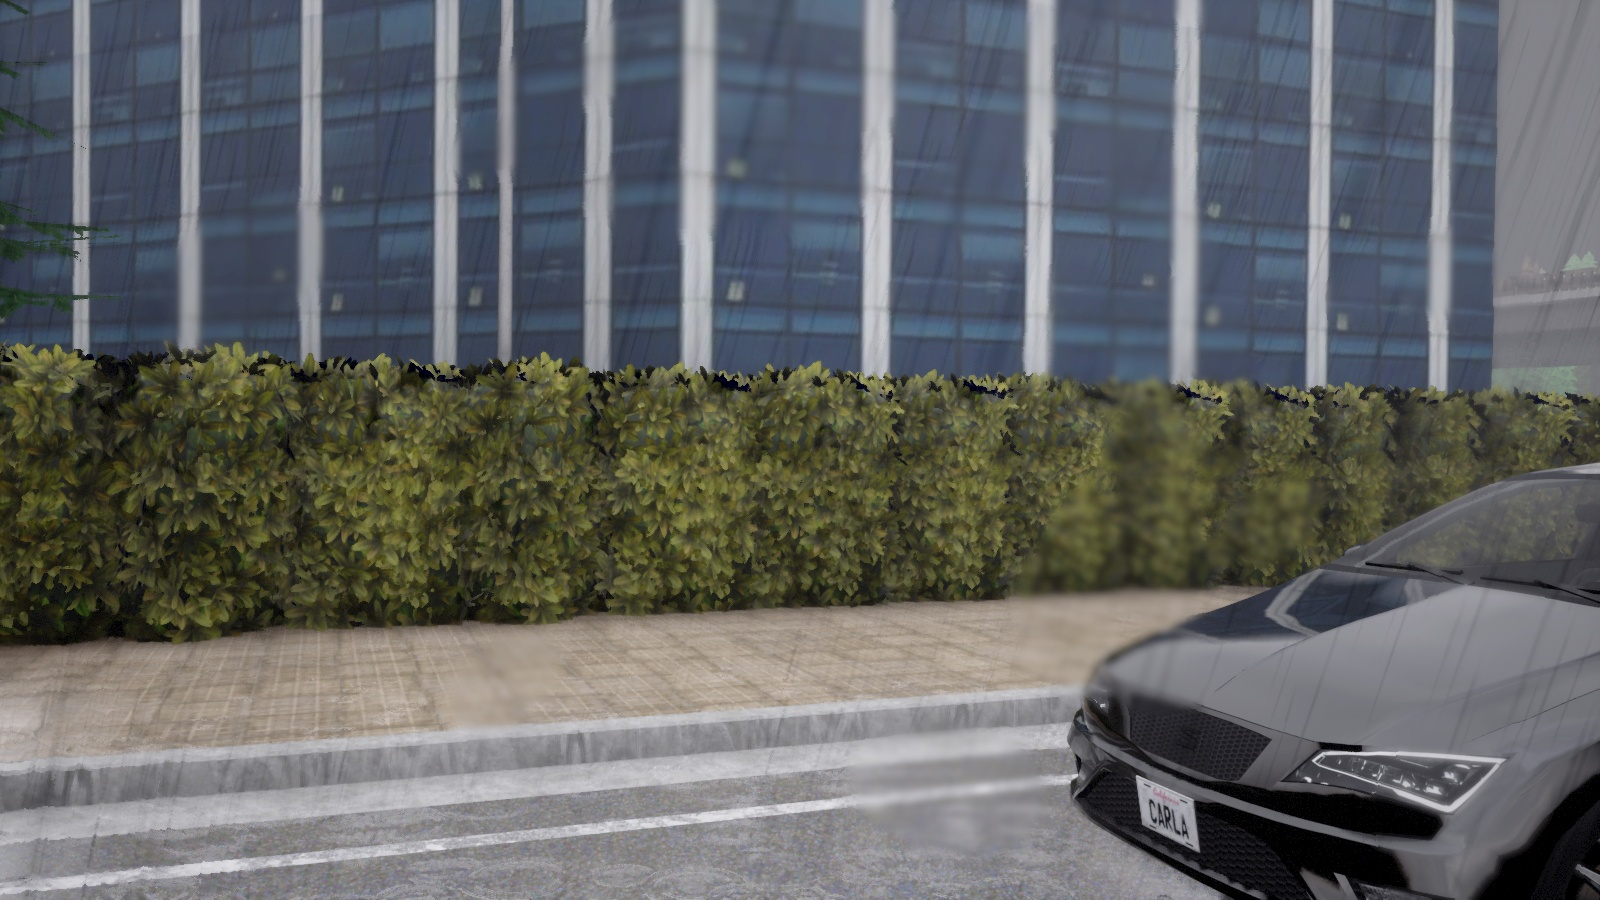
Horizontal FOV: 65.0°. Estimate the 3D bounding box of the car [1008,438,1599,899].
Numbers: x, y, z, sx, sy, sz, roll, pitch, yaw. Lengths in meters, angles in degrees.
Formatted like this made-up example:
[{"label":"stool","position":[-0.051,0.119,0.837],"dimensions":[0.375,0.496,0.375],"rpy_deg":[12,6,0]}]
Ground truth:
[{"label":"car","position":[3.034,0.707,4.392],"dimensions":[4.193,1.474,1.816],"rpy_deg":[-1,1,-21]}]
